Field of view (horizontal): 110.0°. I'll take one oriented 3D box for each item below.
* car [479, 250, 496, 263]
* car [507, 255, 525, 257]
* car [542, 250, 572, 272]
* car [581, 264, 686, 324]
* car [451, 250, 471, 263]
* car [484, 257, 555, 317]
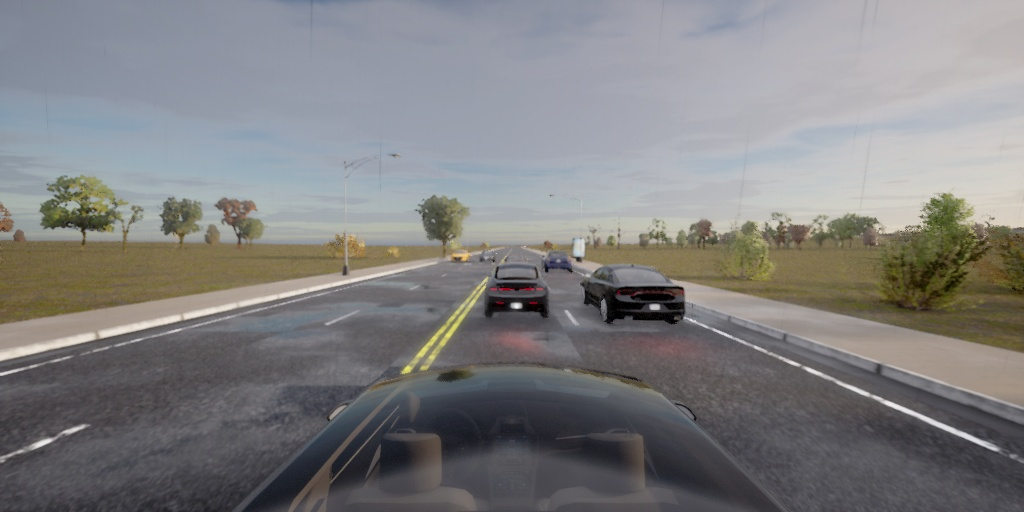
[{"bbox_3d":[-3.003,0.019,44.492,2.128,1.511,4.902,0,2,1],"label":"car"},{"bbox_3d":[0.285,0.608,27.789,1.895,1.301,4.718,0,2,1],"label":"car"},{"bbox_3d":[3.549,0.324,29.121,2.097,1.767,4.553,0,2,1],"label":"car"},{"bbox_3d":[3.392,0.969,10.922,1.882,1.535,5.008,0,2,1],"label":"car"},{"bbox_3d":[-6.255,0.012,44.081,1.882,1.535,5.008,0,2,1],"label":"car"},{"bbox_3d":[0.154,0.970,11.762,1.837,1.490,4.892,0,2,1],"label":"car"}]
